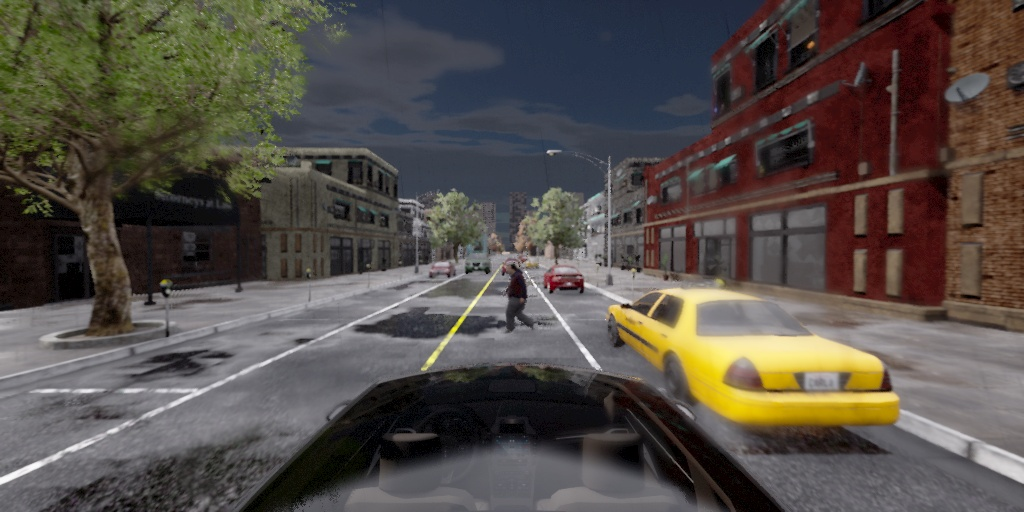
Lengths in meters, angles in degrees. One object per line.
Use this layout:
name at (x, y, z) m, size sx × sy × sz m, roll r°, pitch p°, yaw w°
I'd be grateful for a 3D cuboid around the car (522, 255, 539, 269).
car at (2.593, 0.900, 46.877) m, size 1.751 × 1.417 × 4.829 m, roll 0°, pitch 0°, yaw 0°

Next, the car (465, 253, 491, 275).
car at (-3.171, 0.699, 34.391) m, size 2.150 × 2.045 × 5.566 m, roll 0°, pitch 1°, yaw 0°

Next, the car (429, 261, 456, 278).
car at (-5.750, 1.096, 30.056) m, size 1.802 × 1.307 × 4.207 m, roll 0°, pitch 0°, yaw 0°

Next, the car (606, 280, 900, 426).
car at (2.991, 1.170, 6.032) m, size 1.801 × 1.575 × 5.366 m, roll 0°, pitch 0°, yaw 0°

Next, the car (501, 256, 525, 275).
car at (0.018, 1.012, 33.382) m, size 1.812 × 1.442 × 4.674 m, roll 0°, pitch 1°, yaw 0°

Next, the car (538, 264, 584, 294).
car at (2.656, 1.152, 18.987) m, size 1.888 × 1.381 × 4.507 m, roll 0°, pitch 0°, yaw 0°

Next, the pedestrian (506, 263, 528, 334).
pedestrian at (0.117, 0.986, 8.860) m, size 0.375 × 1.860 × 0.375 m, roll -1°, pitch 1°, yaw -3°
